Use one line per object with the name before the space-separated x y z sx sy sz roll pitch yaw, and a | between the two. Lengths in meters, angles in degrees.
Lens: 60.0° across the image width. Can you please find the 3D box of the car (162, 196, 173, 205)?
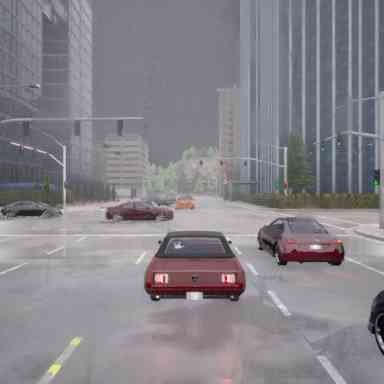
car | -4.468 1.505 61.386 1.837 1.490 4.892 0 0 -1

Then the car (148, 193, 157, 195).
car | -8.005 1.221 67.103 2.150 2.045 5.566 0 0 -1

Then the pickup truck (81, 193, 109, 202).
pickup truck | -21.201 1.059 73.315 2.390 2.098 6.274 0 0 30

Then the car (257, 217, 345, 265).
car | 3.576 1.564 11.627 1.994 1.385 4.181 0 0 0

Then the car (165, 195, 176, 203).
car | -4.556 1.525 71.826 2.128 1.511 4.902 0 0 -1

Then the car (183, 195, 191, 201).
car | -1.300 1.553 88.541 1.994 1.385 4.181 0 0 -1

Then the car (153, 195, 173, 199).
car | -4.353 1.547 51.544 2.033 1.411 5.357 0 0 -1

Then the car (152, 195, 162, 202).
car | -8.141 1.465 77.570 1.882 1.535 5.008 0 0 -1

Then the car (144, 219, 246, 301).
car | 0.070 1.601 8.268 1.895 1.301 4.718 0 0 0

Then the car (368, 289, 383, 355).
car | 3.608 1.564 3.216 1.994 1.385 4.181 0 0 -1

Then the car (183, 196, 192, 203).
car | -0.907 1.525 68.471 1.812 1.442 4.674 0 0 -1

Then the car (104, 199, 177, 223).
car | -3.867 1.477 24.725 5.008 1.535 1.882 0 0 0

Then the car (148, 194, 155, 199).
car | -7.914 1.505 56.697 1.837 1.490 4.892 0 0 -1

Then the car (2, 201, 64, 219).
car | -13.386 1.492 28.147 4.902 1.511 2.128 0 0 0

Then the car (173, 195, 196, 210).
car | -0.742 1.352 42.408 2.097 1.767 4.553 0 0 5

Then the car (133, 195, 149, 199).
car | -7.796 1.526 47.443 1.812 1.442 4.674 0 0 1
